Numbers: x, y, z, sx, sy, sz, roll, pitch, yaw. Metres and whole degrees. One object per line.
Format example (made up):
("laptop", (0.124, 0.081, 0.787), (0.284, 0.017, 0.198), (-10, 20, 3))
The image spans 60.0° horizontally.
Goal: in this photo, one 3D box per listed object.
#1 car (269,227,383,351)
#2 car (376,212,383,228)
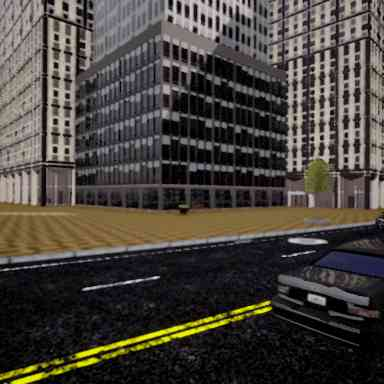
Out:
("car", (3.796, 1.620, 6.283), (5.357, 1.411, 2.033), (1, 0, -37))
("car", (14.667, 1.806, 23.416), (4.674, 1.442, 1.812), (1, 0, -40))
